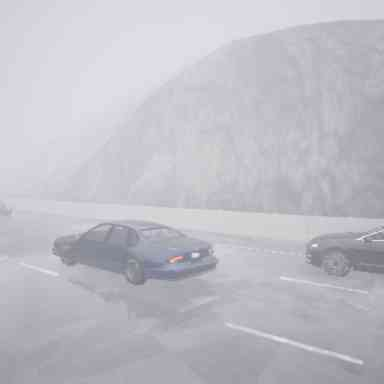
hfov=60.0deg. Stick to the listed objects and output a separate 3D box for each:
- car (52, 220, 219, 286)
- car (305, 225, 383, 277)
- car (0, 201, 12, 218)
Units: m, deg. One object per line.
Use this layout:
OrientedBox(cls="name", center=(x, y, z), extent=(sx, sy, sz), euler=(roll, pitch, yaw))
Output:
OrientedBox(cls="car", center=(-1.833, 1.506, 9.382), extent=(5.357, 1.411, 2.033), euler=(1, 0, 40))
OrientedBox(cls="car", center=(5.526, 1.518, 8.609), extent=(4.902, 1.511, 2.128), euler=(1, 0, 36))
OrientedBox(cls="car", center=(-16.266, 1.377, 26.912), extent=(1.895, 1.301, 4.718), euler=(0, 0, -44))
